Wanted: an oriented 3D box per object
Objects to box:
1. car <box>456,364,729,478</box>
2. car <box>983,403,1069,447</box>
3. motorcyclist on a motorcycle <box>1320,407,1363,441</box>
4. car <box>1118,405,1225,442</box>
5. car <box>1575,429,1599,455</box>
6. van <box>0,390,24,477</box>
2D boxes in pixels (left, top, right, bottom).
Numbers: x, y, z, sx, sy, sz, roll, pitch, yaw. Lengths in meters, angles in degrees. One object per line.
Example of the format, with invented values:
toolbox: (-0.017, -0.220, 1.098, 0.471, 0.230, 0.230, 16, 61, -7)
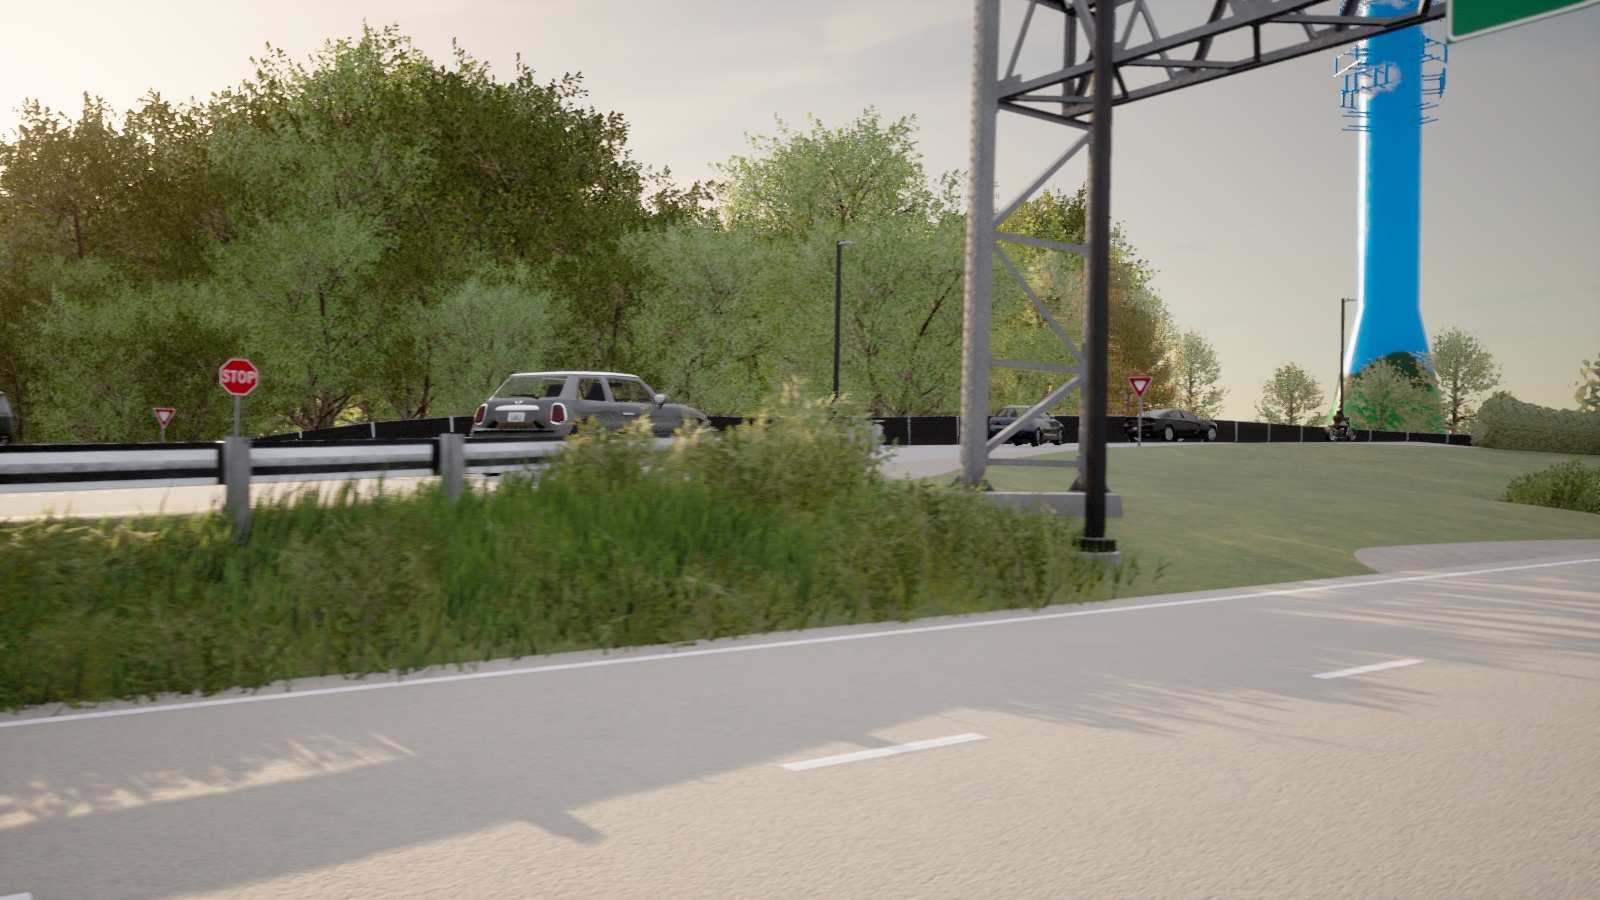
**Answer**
car: (-2.906, -0.408, 18.341, 1.970, 1.475, 3.806, 0, 1, 29)
car: (8.123, -0.890, 44.849, 1.816, 1.474, 4.193, 0, 1, 28)
motorcyclist on a motorcycle: (27.000, -1.290, 62.623, 2.350, 1.649, 0.766, -1, 0, -32)
car: (16.419, -1.140, 55.439, 5.008, 1.535, 1.882, 0, 0, -37)
car: (49.369, -0.433, 75.901, 3.806, 1.475, 1.970, 2, -1, 0)
van: (-20.325, -0.314, 29.377, 4.442, 1.987, 1.775, -2, 1, 31)
